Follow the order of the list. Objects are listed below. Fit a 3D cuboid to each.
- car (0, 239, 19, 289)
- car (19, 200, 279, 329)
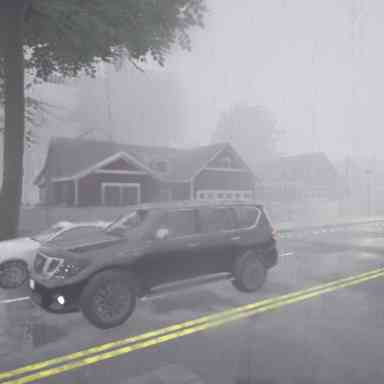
[{"bbox_3d":[-3.367,1.526,9.268,4.674,1.442,1.812,0,0,-35],"label":"car"},{"bbox_3d":[-0.493,1.221,7.326,5.566,2.045,2.150,0,0,-35],"label":"car"}]
